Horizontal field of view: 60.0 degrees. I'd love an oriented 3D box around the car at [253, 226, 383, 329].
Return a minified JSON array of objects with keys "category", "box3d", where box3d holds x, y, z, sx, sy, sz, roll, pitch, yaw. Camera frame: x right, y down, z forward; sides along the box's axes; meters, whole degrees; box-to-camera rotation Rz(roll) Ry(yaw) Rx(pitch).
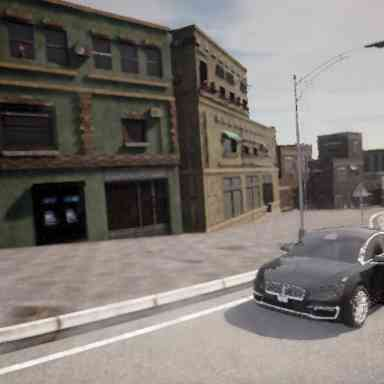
[{"category":"car","box3d":[3.283,1.565,7.251,4.892,1.490,1.837,1,-2,-43]}]
